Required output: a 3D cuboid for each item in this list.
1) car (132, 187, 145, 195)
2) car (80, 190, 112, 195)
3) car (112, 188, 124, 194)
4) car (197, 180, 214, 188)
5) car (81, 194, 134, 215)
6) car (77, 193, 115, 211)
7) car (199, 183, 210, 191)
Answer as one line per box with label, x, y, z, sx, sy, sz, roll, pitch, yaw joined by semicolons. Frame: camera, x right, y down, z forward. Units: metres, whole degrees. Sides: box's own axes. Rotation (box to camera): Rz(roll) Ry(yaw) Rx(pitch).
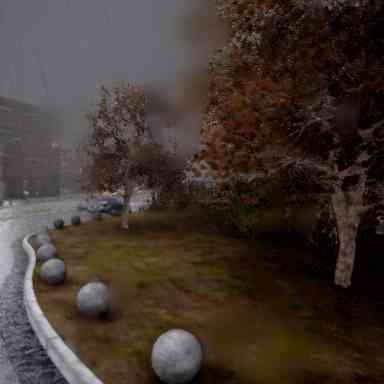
car;-10.774;-0.209;62.208;1.946;1.575;5.366;0;3;26
car;-15.600;0.357;52.285;1.946;1.575;5.366;0;3;26
car;-13.183;0.073;57.243;1.946;1.575;5.366;0;3;26
car;3.797;-2.160;92.236;2.435;2.045;5.566;0;3;26
car;-7.733;1.303;31.559;2.033;1.411;5.357;0;2;17
car;-10.024;1.210;34.637;1.994;1.385;4.181;0;3;18
car;1.734;-0.330;61.016;2.128;1.511;4.902;0;3;26
